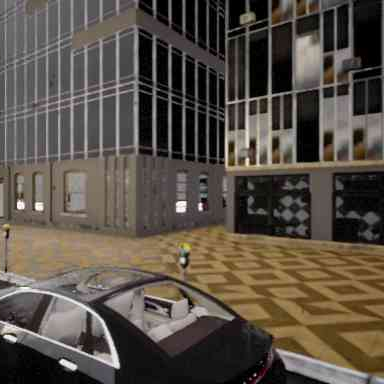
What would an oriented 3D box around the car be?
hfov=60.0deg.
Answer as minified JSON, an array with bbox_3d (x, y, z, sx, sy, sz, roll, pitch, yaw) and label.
[{"bbox_3d":[-1.214,1.551,3.741,4.403,1.369,2.008,0,0,35],"label":"car"}]
